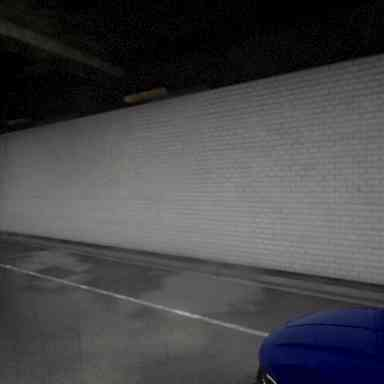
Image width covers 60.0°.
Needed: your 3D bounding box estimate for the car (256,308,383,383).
[{"bbox_3d":[2.829,1.478,1.974,5.008,1.535,1.882,0,0,36],"label":"car"}]
